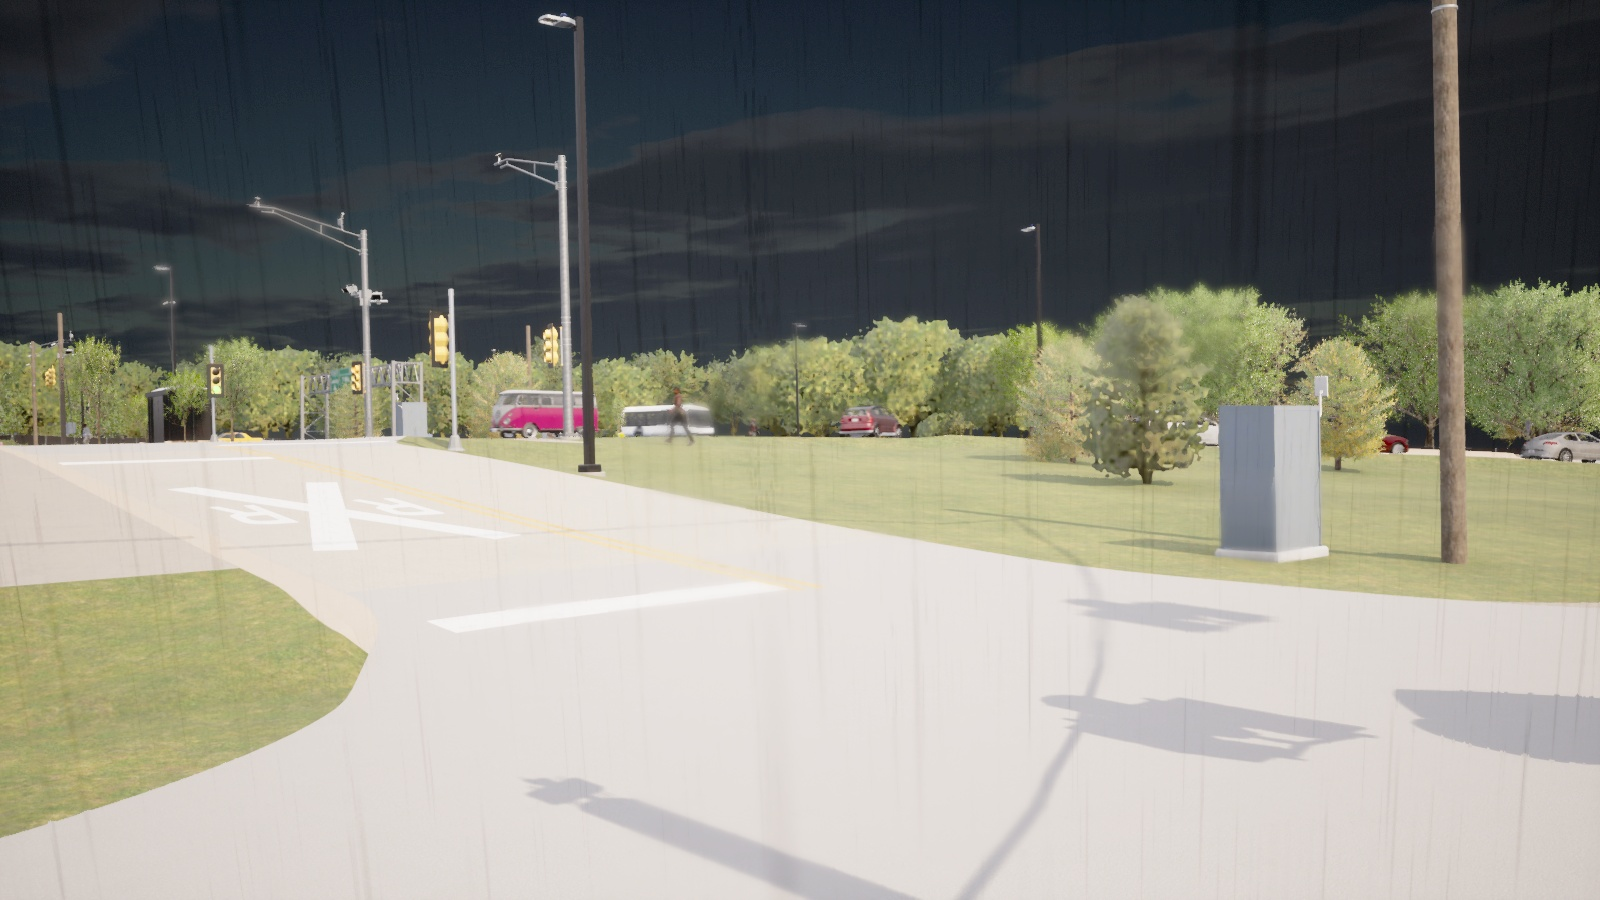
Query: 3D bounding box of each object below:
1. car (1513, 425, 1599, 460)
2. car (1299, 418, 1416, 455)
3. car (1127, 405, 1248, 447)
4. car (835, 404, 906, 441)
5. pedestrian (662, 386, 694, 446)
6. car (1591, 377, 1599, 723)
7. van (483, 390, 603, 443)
[{"bbox_3d":[37.628,-0.364,61.044,5.027,1.651,2.152,0,0,-13],"label":"car"},{"bbox_3d":[27.693,-0.667,62.438,5.008,1.535,1.882,3,2,-8],"label":"car"},{"bbox_3d":[17.218,-1.038,55.906,4.611,1.667,2.242,2,0,-4],"label":"car"},{"bbox_3d":[3.224,-1.208,56.521,1.789,1.549,3.705,-2,-1,27],"label":"car"},{"bbox_3d":[-3.731,-1.050,38.338,0.869,1.805,0.328,-2,1,-21],"label":"pedestrian"},{"bbox_3d":[6.205,0.540,5.803,3.866,1.878,1.905,0,0,4],"label":"car"},{"bbox_3d":[-10.210,-1.328,50.100,1.775,1.987,4.442,-1,0,44],"label":"van"}]
